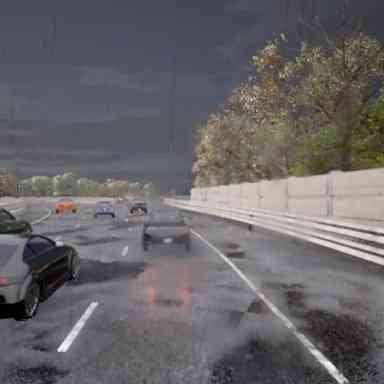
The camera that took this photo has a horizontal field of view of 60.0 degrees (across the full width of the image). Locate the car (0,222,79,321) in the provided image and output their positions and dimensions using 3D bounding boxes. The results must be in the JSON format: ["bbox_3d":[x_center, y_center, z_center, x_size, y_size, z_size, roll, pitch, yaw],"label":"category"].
[{"bbox_3d":[-3.902,1.598,7.282,1.994,1.385,4.181,0,0,-5],"label":"car"}]

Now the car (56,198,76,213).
[{"bbox_3d":[-15.110,1.506,39.826,2.097,1.767,4.553,0,0,-22],"label":"car"}]

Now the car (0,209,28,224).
[{"bbox_3d":[-7.975,1.419,13.010,2.097,1.767,4.553,0,0,-7],"label":"car"}]

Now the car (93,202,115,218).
[{"bbox_3d":[-8.489,1.652,32.007,2.033,1.411,5.357,0,0,-17],"label":"car"}]

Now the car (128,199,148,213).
[{"bbox_3d":[-6.100,1.608,37.854,1.837,1.490,4.892,0,0,-13],"label":"car"}]

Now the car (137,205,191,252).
[{"bbox_3d":[-1.167,1.524,14.227,2.128,1.511,4.902,0,0,-7],"label":"car"}]

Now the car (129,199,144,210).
[{"bbox_3d":[-7.590,1.725,45.269,1.895,1.301,4.718,0,0,-9],"label":"car"}]
